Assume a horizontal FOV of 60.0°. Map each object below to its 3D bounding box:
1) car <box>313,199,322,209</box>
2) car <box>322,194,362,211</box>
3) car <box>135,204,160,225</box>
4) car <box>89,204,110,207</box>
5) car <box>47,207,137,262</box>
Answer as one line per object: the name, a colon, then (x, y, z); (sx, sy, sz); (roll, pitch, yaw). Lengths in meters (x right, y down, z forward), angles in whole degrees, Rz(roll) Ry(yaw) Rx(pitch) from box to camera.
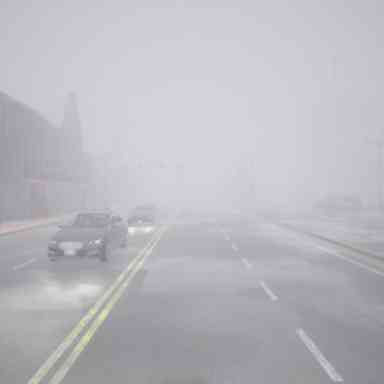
car: (17.747, 1.234, 41.804); (4.605, 1.855, 1.932); (0, 0, -2)
car: (17.768, 1.231, 38.909); (3.866, 1.878, 1.905); (0, 0, -2)
car: (-3.513, 1.610, 25.011); (2.033, 1.411, 5.357); (0, 0, 0)
car: (-7.013, 1.626, 24.973); (1.994, 1.385, 4.181); (0, 0, 0)
car: (-3.588, 1.517, 12.248); (2.128, 1.511, 4.902); (0, 0, 0)
